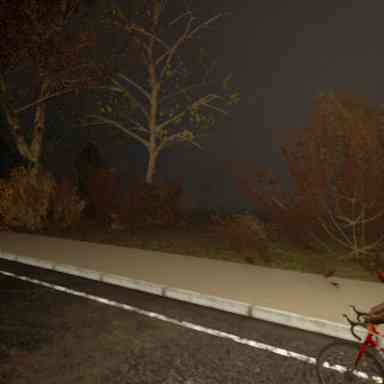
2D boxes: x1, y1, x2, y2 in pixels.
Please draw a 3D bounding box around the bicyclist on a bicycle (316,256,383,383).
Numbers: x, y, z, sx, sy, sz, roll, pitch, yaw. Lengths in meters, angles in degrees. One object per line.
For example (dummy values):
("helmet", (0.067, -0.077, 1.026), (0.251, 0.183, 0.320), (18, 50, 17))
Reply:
("bicyclist on a bicycle", (2.037, 1.451, 3.186), (1.656, 1.620, 0.582), (0, 0, 35))
